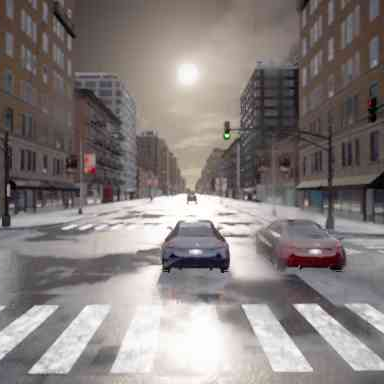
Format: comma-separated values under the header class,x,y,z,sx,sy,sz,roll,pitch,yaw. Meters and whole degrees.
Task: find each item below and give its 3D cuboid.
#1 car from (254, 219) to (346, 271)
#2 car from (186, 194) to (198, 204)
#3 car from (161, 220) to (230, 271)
class,x,y,z,sx,sy,sz,roll,pitch,yaw
car,3.348,1.595,11.035,1.994,1.385,4.181,0,0,0
car,-0.011,1.398,69.684,2.150,2.045,5.566,0,0,0
car,0.098,1.594,10.975,1.994,1.385,4.181,0,0,0
